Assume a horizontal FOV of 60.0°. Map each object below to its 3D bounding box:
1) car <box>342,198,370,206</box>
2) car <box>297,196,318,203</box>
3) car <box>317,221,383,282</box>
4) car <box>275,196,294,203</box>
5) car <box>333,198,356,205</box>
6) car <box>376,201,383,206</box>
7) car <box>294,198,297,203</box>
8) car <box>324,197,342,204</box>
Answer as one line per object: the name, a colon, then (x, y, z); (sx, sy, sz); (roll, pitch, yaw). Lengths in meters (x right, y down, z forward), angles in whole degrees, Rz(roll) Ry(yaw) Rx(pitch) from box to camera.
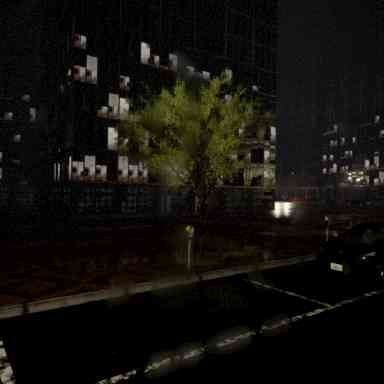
car: (29.614, 1.766, 59.307); (2.008, 1.369, 4.403); (1, -1, -20)
car: (29.294, 1.824, 83.046); (2.192, 1.841, 5.009); (1, -1, -20)
car: (5.562, 1.574, 9.827); (4.313, 1.339, 1.947); (0, 1, -34)
car: (21.905, 1.799, 80.305); (1.967, 1.590, 4.097); (1, -1, -20)
car: (33.148, 1.989, 72.540); (2.008, 1.369, 4.403); (1, -1, -20)
car: (36.947, 1.893, 62.197); (1.752, 1.417, 4.829); (1, -1, -20)
car: (27.361, 2.127, 88.294); (1.802, 1.307, 4.206); (1, -1, -20)
car: (27.688, 1.691, 64.558); (1.967, 1.590, 4.097); (1, -1, -20)
